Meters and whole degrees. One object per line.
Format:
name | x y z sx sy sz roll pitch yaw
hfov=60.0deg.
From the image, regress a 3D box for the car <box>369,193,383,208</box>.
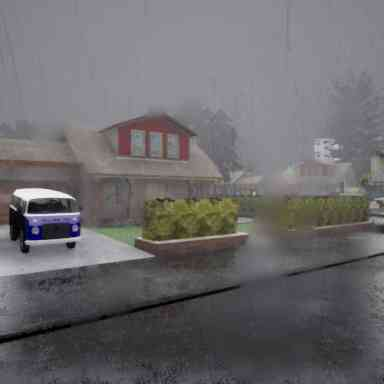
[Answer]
car | 23.733 0.978 40.840 3.866 1.878 1.905 0 0 -1
